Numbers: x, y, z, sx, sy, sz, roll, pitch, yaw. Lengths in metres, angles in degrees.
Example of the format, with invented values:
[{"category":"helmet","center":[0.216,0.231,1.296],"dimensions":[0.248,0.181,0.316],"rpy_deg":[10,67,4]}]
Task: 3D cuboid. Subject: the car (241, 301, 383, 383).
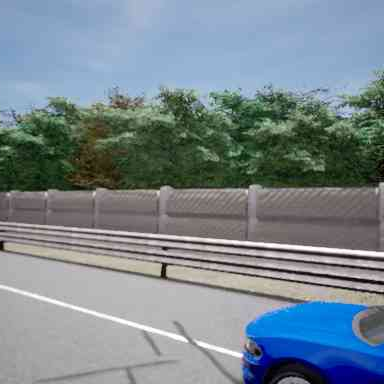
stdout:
[{"category":"car","center":[2.901,1.707,3.123],"dimensions":[5.008,1.535,1.882],"rpy_deg":[-1,-3,34]}]
